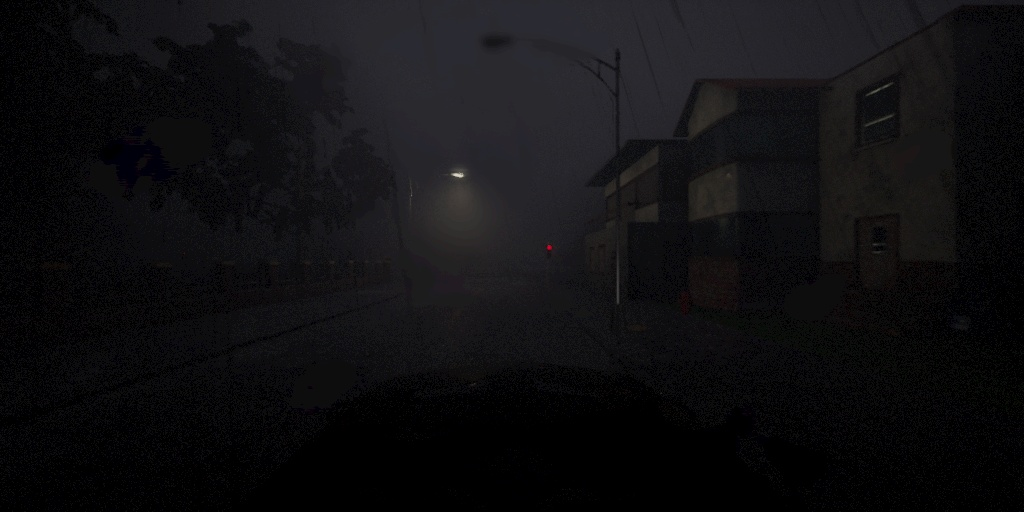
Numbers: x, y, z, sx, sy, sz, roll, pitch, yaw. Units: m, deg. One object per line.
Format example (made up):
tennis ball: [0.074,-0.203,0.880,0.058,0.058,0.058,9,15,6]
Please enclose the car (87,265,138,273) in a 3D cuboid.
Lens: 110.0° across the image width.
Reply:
car: [-39.357,1.623,35.799,4.892,1.490,1.837,-1,-1,0]
